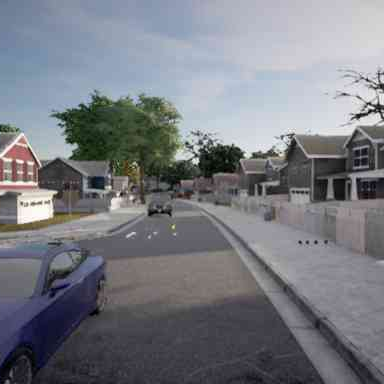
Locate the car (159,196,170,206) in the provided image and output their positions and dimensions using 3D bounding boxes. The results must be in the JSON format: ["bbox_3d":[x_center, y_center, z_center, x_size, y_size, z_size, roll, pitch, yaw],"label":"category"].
[{"bbox_3d":[-4.768,1.527,57.094,1.812,1.442,4.674,0,0,-5],"label":"car"}]

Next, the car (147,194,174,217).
[{"bbox_3d":[-2.864,1.231,31.008,2.150,2.045,5.566,0,0,-2],"label":"car"}]

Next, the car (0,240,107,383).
[{"bbox_3d":[-2.570,1.520,4.815,1.812,1.442,4.674,0,0,1],"label":"car"}]
